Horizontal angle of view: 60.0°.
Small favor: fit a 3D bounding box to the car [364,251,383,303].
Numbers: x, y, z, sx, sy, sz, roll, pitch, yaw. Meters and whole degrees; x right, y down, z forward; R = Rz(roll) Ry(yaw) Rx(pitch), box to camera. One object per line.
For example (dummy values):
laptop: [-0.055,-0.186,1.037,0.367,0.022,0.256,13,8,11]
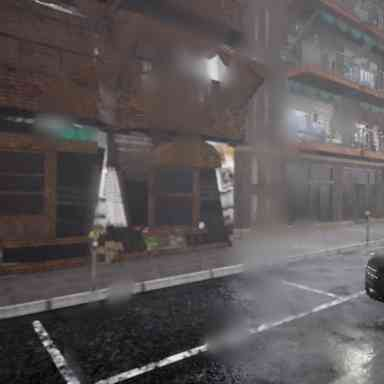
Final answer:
car: [5.641,1.460,7.121,5.008,1.535,1.882,0,0,-36]
